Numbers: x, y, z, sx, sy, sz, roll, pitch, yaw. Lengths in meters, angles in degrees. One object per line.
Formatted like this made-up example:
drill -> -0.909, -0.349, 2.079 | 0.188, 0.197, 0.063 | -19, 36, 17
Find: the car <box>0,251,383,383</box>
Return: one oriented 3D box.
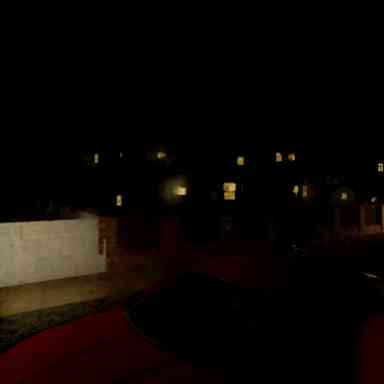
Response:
car -> 0.605, 1.476, 3.503 | 5.008, 1.535, 1.882 | 0, 0, -36
